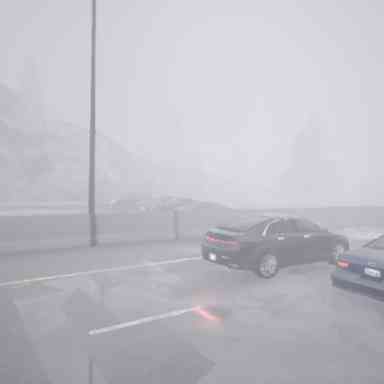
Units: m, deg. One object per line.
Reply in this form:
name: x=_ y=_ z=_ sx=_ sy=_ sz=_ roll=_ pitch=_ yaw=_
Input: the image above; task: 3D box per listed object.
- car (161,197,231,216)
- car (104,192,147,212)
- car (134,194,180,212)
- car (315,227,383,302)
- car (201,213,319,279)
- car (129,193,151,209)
car: x=0.535 y=1.229 z=20.939 sx=4.181 sy=1.385 sz=1.994 roll=0 pitch=1 yaw=-31
car: x=-5.393 y=0.784 z=29.599 sx=4.553 sy=1.767 sz=2.097 roll=0 pitch=1 yaw=-31
car: x=-1.279 y=1.080 z=23.940 sx=4.902 sy=1.511 sz=2.128 roll=0 pitch=1 yaw=-31
car: x=5.371 y=1.508 z=7.328 sx=5.357 sy=1.411 sz=2.033 roll=0 pitch=1 yaw=-32
car: x=2.557 y=1.384 z=9.616 sx=4.892 sy=1.490 sz=1.837 roll=0 pitch=1 yaw=-33
car: x=-2.296 y=1.021 z=27.405 sx=4.892 sy=1.490 sz=1.837 roll=0 pitch=1 yaw=-31
